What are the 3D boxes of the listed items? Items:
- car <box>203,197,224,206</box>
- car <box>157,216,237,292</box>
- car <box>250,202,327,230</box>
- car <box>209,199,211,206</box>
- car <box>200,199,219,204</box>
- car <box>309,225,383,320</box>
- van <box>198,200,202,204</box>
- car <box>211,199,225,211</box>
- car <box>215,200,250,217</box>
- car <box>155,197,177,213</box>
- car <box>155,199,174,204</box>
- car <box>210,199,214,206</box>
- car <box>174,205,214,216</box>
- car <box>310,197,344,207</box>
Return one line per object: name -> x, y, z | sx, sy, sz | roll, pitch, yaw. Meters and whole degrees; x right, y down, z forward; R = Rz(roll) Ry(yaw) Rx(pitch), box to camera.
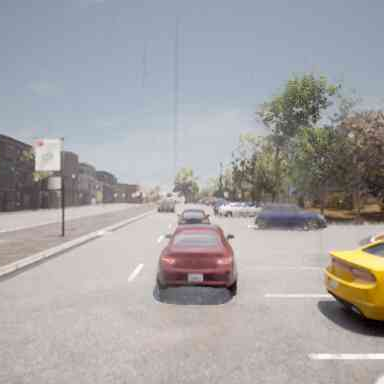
car -> 5.071, 2.112, 68.600 | 4.553, 1.767, 2.185 | 0, -1, 0
car -> 0.194, 1.604, 9.081 | 1.812, 1.442, 4.674 | 0, 0, 3
car -> 6.467, 1.571, 22.050 | 4.553, 1.767, 2.097 | 0, -1, 17
car -> 5.053, 1.999, 44.264 | 4.674, 1.452, 2.002 | 0, -1, 0
car -> 4.990, 2.734, 95.353 | 5.366, 1.575, 1.946 | 0, -2, -1
car -> 5.075, 1.527, 6.083 | 5.008, 1.535, 2.097 | 0, -1, 0
van -> 4.714, 2.431, 92.564 | 4.442, 1.987, 1.878 | 0, -2, -1
car -> 5.066, 1.883, 37.716 | 5.008, 1.535, 2.097 | 0, -1, 0
car -> 5.060, 1.888, 34.567 | 4.674, 1.452, 2.002 | 0, -1, 0
car -> -3.316, 1.823, 43.648 | 2.097, 1.767, 4.553 | 0, -1, 0
car -> -7.628, 2.666, 93.090 | 5.366, 1.575, 1.946 | 0, -2, -1
car -> 5.053, 1.922, 40.989 | 4.892, 1.521, 2.231 | 0, -1, 0
car -> 0.088, 1.721, 19.489 | 1.812, 1.442, 4.674 | 0, -1, 0
car -> 23.142, 1.763, 57.014 | 4.902, 1.511, 2.128 | -1, -3, 0
